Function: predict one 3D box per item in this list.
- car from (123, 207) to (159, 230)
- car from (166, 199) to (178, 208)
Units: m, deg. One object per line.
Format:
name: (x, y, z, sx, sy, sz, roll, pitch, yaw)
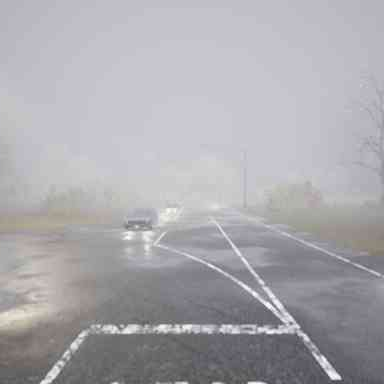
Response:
car: (-3.357, 1.744, 22.940, 2.033, 1.411, 5.357, 0, 0, 0)
car: (-3.259, 1.932, 55.291, 2.128, 1.511, 4.902, 0, 0, 0)
